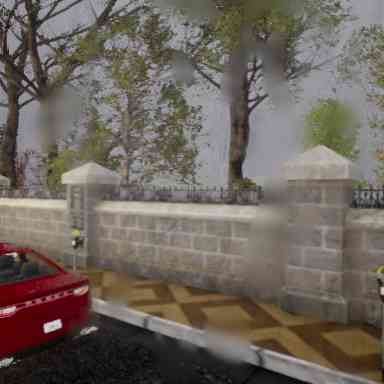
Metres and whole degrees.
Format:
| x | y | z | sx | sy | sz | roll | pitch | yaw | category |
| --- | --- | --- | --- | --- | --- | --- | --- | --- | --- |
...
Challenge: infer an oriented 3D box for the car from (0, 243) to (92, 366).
| x | y | z | sx | sy | sz | roll | pitch | yaw | category |
| --- | --- | --- | --- | --- | --- | --- | --- | --- | --- |
| -3.540 | 1.518 | 5.433 | 4.507 | 1.381 | 1.887 | 0 | 0 | 36 | car |
